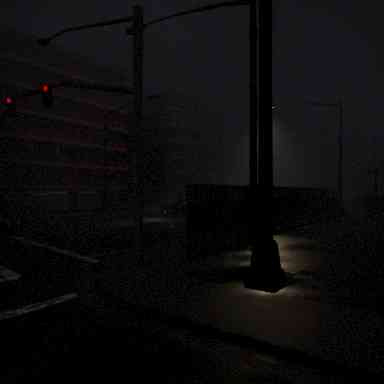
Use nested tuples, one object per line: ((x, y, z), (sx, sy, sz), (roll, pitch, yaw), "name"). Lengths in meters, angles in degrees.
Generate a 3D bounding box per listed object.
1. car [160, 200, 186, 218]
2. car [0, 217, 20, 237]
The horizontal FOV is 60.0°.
((-0.909, 1.492, 30.596), (2.128, 1.511, 4.902), (0, 0, 35), "car")
((-11.099, 1.589, 16.071), (1.895, 1.301, 4.718), (0, 0, 35), "car")
